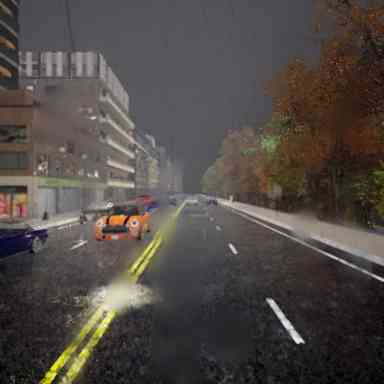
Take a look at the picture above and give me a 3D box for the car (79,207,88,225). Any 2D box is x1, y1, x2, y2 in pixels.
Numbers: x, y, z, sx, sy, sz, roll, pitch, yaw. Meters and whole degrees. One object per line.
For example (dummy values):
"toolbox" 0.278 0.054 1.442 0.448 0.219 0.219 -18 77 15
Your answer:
"car" -6.630 1.479 24.220 2.128 1.511 4.902 0 0 1

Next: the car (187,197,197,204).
"car" 0.015 1.593 65.964 1.895 1.301 4.718 0 0 0

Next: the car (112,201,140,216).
"car" -6.590 1.587 33.859 1.895 1.301 4.718 0 0 0

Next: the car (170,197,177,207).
"car" -3.275 1.536 52.209 2.033 1.411 5.357 0 0 1

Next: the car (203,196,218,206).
"car" 3.263 1.594 55.963 1.895 1.301 4.718 0 0 0

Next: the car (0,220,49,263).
"car" -6.610 1.658 10.939 1.895 1.301 4.718 -1 0 0

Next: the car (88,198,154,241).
"car" -3.354 1.376 16.767 2.097 1.767 4.553 0 0 0

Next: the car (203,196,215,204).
"car" 3.265 1.542 65.933 2.033 1.411 5.357 0 0 0

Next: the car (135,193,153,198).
"car" -6.555 1.210 46.341 2.150 2.045 5.566 0 0 1

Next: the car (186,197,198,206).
"car" 0.013 1.592 55.964 1.895 1.301 4.718 0 0 0

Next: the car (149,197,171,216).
"car" -3.339 1.514 32.381 1.812 1.442 4.674 0 0 0
